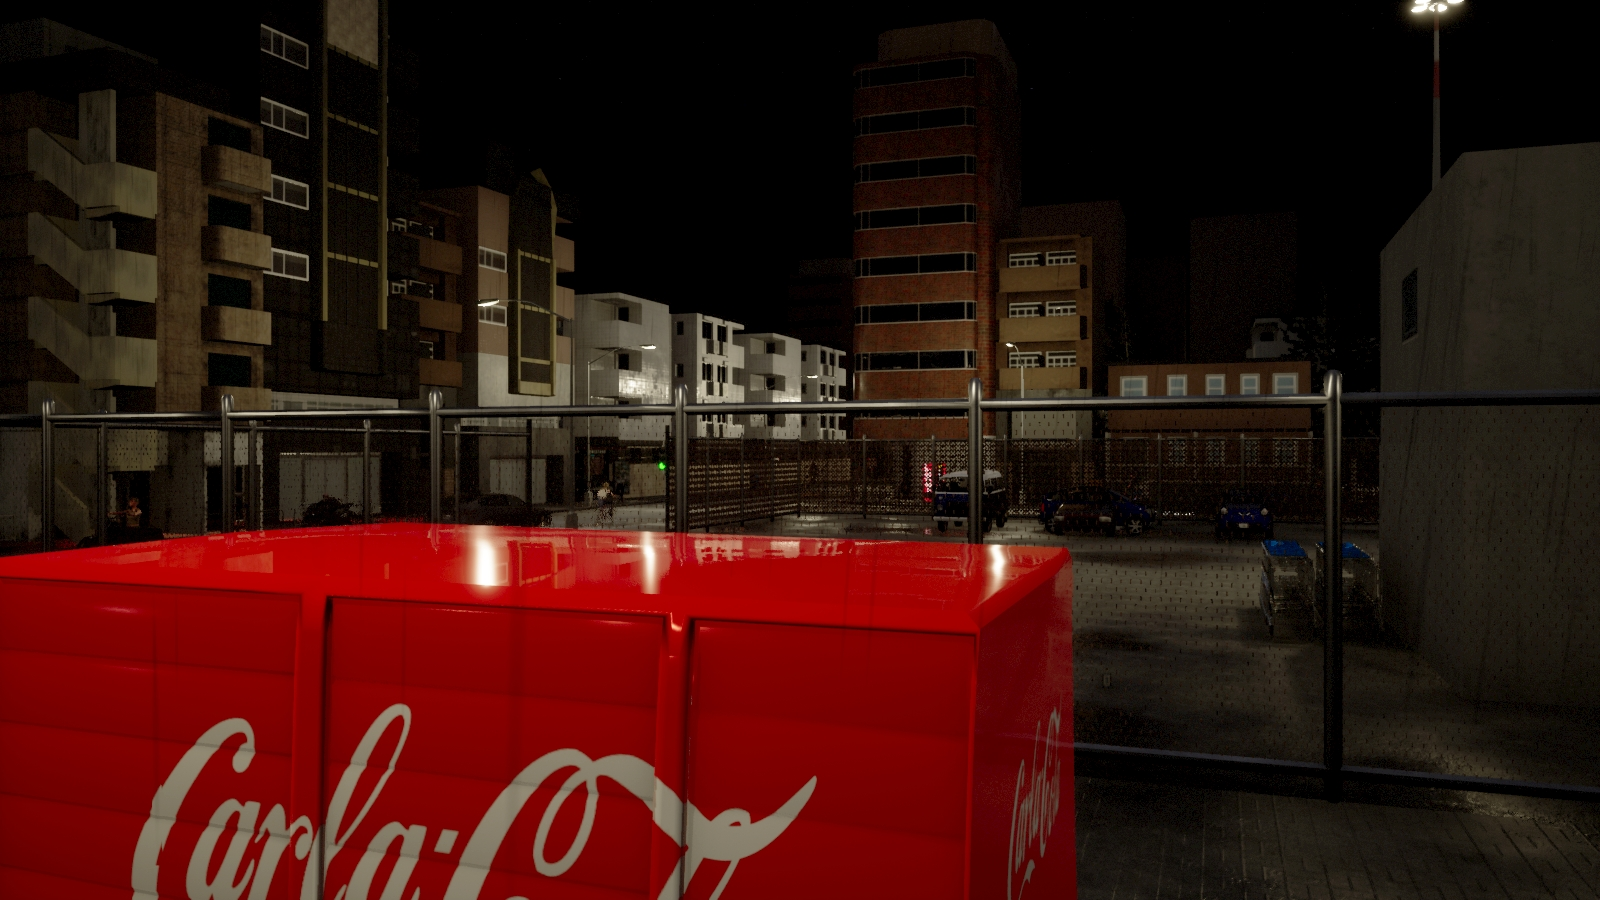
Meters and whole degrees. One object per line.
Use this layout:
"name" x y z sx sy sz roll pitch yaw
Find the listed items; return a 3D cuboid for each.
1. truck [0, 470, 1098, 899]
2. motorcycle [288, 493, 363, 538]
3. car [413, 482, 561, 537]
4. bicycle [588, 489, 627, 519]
"truck" -1.648 1.349 4.450 5.204 2.467 2.627 0 0 20
"motorcycle" -14.580 1.995 35.212 0.867 1.251 2.209 0 0 20
"car" -9.885 1.851 36.543 2.163 1.488 4.792 0 0 20
"bicycle" -7.312 2.045 43.418 0.859 1.080 1.487 0 0 20
